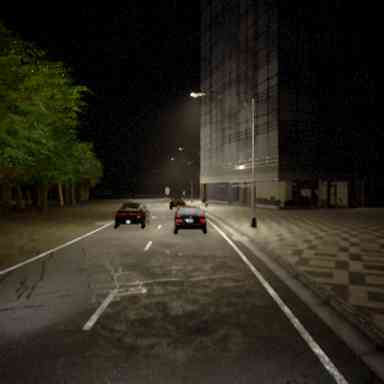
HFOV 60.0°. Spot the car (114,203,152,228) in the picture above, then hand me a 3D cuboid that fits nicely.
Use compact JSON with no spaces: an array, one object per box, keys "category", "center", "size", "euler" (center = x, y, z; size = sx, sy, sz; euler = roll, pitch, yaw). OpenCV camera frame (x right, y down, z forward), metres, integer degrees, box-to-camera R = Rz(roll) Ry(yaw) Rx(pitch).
[{"category":"car","center":[-3.768,1.447,21.498],"size":[1.837,1.490,4.892],"euler":[0,0,-3]}]

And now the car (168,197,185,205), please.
[{"category":"car","center":[-1.917,1.402,41.966],"size":[1.837,1.490,4.892],"euler":[0,0,-6]}]

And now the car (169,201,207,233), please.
[{"category":"car","center":[-0.157,1.495,19.336],"size":[2.033,1.411,5.357],"euler":[0,0,-2]}]
